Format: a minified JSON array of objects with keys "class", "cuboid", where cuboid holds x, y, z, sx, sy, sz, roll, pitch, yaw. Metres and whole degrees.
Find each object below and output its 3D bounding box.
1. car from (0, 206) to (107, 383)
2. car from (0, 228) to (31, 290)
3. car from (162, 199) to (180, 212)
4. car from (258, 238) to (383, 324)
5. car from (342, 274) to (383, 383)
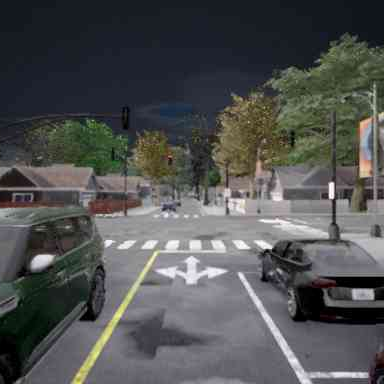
[{"class":"car","cuboid":[-2.752,1.263,4.482,2.150,2.045,5.566,0,-1,0]},{"class":"car","cuboid":[-5.393,1.645,7.190,1.802,1.307,4.206,0,0,0]},{"class":"car","cuboid":[-3.143,1.970,46.319,2.033,1.411,5.357,0,-1,0]},{"class":"car","cuboid":[2.632,1.628,7.198,1.947,1.339,4.313,0,0,0]},{"class":"car","cuboid":[2.637,1.597,1.680,1.802,1.307,4.206,0,0,0]}]
